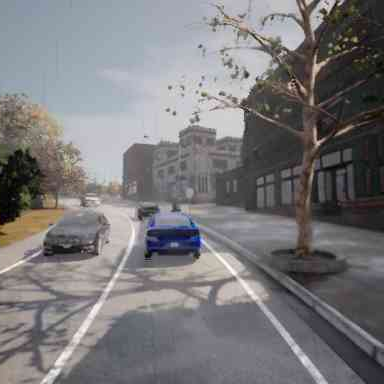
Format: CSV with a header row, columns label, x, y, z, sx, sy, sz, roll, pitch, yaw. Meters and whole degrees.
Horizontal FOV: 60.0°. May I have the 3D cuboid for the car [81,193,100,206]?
label,x,y,z,sx,sy,sz,roll,pitch,yaw
car,-15.709,1.232,51.488,2.150,2.045,5.566,3,-1,-26

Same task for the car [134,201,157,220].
label,x,y,z,sx,sy,sz,roll,pitch,yaw
car,-3.983,1.604,29.572,1.837,1.490,4.892,1,0,-14

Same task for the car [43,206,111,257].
label,x,y,z,sx,sy,sz,roll,pitch,yaw
car,-4.330,1.511,13.115,1.837,1.490,4.892,1,0,-7

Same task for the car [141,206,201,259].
label,x,y,z,sx,sy,sz,roll,pitch,yaw
car,-0.831,1.509,12.837,1.882,1.535,5.008,1,0,-6
